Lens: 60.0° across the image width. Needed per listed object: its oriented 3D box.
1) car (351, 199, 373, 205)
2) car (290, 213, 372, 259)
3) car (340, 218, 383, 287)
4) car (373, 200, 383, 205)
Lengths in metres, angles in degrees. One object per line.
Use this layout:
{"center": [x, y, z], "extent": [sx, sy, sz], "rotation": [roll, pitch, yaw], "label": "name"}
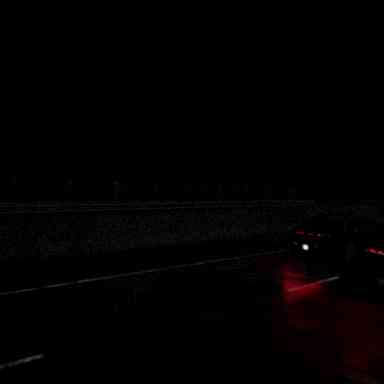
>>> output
{"center": [24.575, 1.758, 47.281], "extent": [5.008, 1.535, 1.882], "rotation": [1, -1, -35], "label": "car"}
{"center": [5.662, 1.519, 12.121], "extent": [4.892, 1.490, 1.837], "rotation": [0, 0, -35], "label": "car"}
{"center": [6.039, 1.499, 8.109], "extent": [4.902, 1.511, 2.128], "rotation": [0, 0, -35], "label": "car"}
{"center": [26.610, 1.806, 44.439], "extent": [4.674, 1.442, 1.812], "rotation": [1, 0, -35], "label": "car"}
